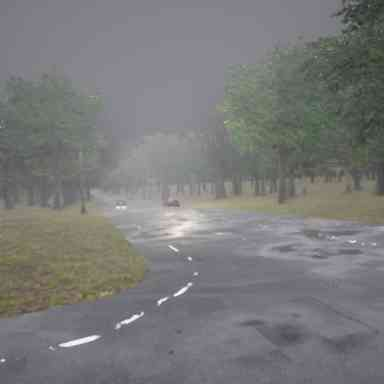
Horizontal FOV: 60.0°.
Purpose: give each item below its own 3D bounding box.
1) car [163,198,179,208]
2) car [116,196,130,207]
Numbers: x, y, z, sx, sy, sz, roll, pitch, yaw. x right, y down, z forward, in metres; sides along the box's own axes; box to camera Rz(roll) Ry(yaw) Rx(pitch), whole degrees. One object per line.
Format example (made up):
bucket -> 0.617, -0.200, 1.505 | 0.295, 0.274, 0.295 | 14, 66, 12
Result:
car -> -3.272, 1.655, 51.378 | 1.812, 1.442, 4.674 | -4, 1, -18
car -> -14.234, 2.132, 66.993 | 2.128, 1.511, 4.902 | -3, 1, -10
